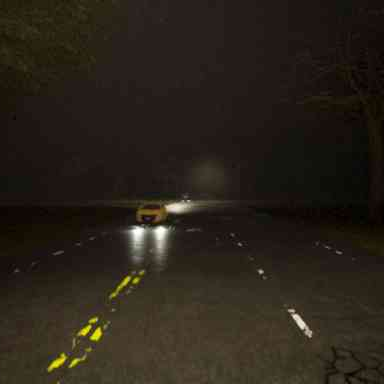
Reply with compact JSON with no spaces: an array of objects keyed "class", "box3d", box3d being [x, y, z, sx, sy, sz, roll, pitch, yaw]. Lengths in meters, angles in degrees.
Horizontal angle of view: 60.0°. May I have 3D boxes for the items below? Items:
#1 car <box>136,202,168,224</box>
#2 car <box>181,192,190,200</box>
[{"class":"car","box3d":[-2.929,1.524,25.027,1.882,1.535,5.008,0,0,1]},{"class":"car","box3d":[-1.642,1.146,87.993,2.150,2.045,5.566,0,0,1]}]
